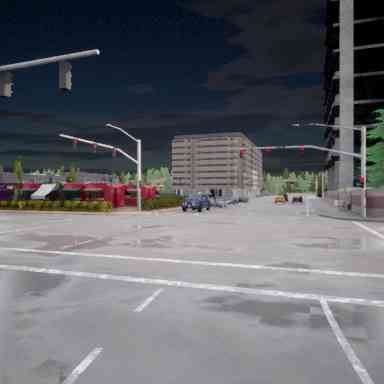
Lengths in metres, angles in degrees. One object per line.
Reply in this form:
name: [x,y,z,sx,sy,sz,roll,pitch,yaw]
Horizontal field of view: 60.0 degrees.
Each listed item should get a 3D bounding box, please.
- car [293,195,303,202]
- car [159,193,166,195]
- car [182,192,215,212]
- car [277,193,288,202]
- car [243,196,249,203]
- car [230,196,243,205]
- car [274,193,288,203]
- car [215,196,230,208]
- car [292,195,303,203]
car: [24.742,1.525,77.344,2.128,1.511,4.902,0,0,19]
car: [-7.964,1.209,81.445,4.605,1.855,1.932,0,0,19]
car: [0.597,1.221,39.317,2.150,2.045,5.566,0,0,19]
car: [21.547,1.225,78.822,2.150,2.045,5.566,0,0,19]
car: [10.343,1.547,67.663,2.033,1.411,5.357,0,0,19]
car: [6.869,1.491,57.676,2.128,1.511,4.902,0,0,19]
car: [18.236,1.478,69.005,1.882,1.535,5.008,0,0,19]
car: [3.746,1.601,48.558,1.895,1.301,4.718,0,0,19]
car: [21.449,1.478,67.601,1.882,1.535,5.008,0,0,19]
